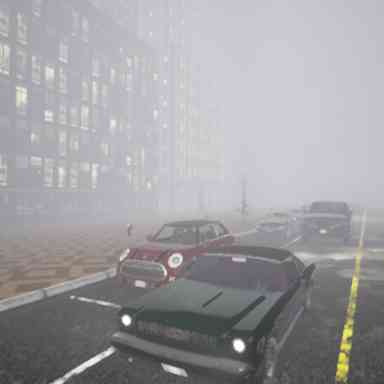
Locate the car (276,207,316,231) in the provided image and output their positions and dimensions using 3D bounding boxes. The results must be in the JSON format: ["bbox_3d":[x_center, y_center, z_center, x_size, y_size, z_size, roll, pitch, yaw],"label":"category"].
[{"bbox_3d":[7.528,1.870,23.818,2.008,1.369,4.403,0,-1,28],"label":"car"}]

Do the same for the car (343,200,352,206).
[{"bbox_3d":[38.510,2.794,82.398,1.947,1.339,4.313,0,-1,28],"label":"car"}]

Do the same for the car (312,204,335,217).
[{"bbox_3d":[15.274,2.102,38.463,1.947,1.339,4.313,0,-1,28],"label":"car"}]

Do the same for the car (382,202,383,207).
[{"bbox_3d":[45.917,2.767,78.479,1.887,1.381,4.507,0,-1,28],"label":"car"}]

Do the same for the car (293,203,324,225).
[{"bbox_3d":[10.110,1.832,28.701,1.967,1.590,4.097,0,-1,28],"label":"car"}]

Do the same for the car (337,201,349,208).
[{"bbox_3d":[30.765,2.559,67.753,1.947,1.339,4.313,0,-1,28],"label":"car"}]

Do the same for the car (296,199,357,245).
[{"bbox_3d":[7.195,1.463,17.427,2.150,2.045,5.566,0,-1,28],"label":"car"}]

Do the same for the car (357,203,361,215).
[{"bbox_3d":[20.486,2.093,42.557,1.882,1.535,5.008,0,-1,28],"label":"car"}]

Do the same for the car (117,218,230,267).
[{"bbox_3d":[-0.217,1.545,9.175,1.967,1.590,4.097,0,-1,28],"label":"car"}]

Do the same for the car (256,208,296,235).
[{"bbox_3d":[4.946,1.798,18.936,2.008,1.369,4.403,0,-1,28],"label":"car"}]

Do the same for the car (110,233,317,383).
[{"bbox_3d":[0.832,1.670,5.605,1.895,1.301,4.718,0,-1,28],"label":"car"}]
